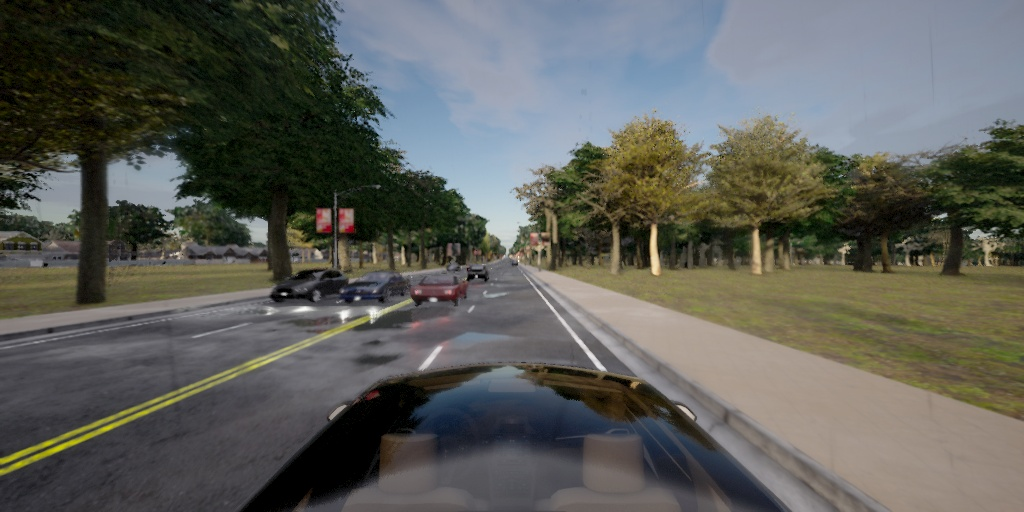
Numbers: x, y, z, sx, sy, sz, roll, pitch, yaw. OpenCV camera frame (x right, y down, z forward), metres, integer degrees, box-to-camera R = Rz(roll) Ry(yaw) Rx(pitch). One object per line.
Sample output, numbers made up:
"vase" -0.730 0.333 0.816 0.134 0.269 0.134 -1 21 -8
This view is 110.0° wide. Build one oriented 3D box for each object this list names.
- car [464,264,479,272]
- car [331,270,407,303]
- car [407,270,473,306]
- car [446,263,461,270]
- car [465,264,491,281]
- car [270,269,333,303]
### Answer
"car" -6.521 1.964 58.752 1.895 1.301 4.718 0 -1 1
"car" -6.594 1.460 17.949 2.033 1.411 5.357 0 -1 0
"car" -3.142 1.500 16.620 1.895 1.301 4.718 0 -1 0
"car" -9.765 1.867 59.814 2.128 1.511 4.902 0 -1 1
"car" -3.135 1.589 34.091 1.837 1.490 4.892 0 -1 0
"car" -9.843 1.417 17.918 1.837 1.490 4.892 0 -1 0
